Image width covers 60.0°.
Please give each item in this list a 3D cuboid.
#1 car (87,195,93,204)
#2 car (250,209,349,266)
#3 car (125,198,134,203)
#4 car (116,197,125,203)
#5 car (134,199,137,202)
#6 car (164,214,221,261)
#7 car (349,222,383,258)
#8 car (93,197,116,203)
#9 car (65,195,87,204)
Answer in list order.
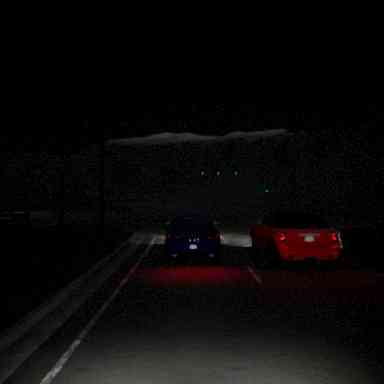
[{"bbox_3d":[-29.417,1.848,90.950,5.566,2.045,2.150,0,0,21],"label":"car"},{"bbox_3d":[3.504,1.445,12.126,2.097,1.767,4.553,0,0,-1],"label":"car"},{"bbox_3d":[-18.920,2.199,89.330,4.902,1.511,2.128,0,-1,32],"label":"car"},{"bbox_3d":[-20.436,2.128,86.151,5.008,1.535,1.882,0,-1,32],"label":"car"},{"bbox_3d":[-17.736,2.295,92.748,4.718,1.301,1.895,0,-1,32],"label":"car"},{"bbox_3d":[-0.008,1.575,12.812,1.882,1.535,5.008,0,0,-1],"label":"car"},{"bbox_3d":[7.018,1.689,11.608,1.895,1.301,4.718,0,0,-1],"label":"car"},{"bbox_3d":[-22.030,2.222,83.002,4.718,1.301,1.895,0,-1,35],"label":"car"},{"bbox_3d":[-31.103,1.964,87.852,4.553,1.767,2.097,0,0,18],"label":"car"}]
